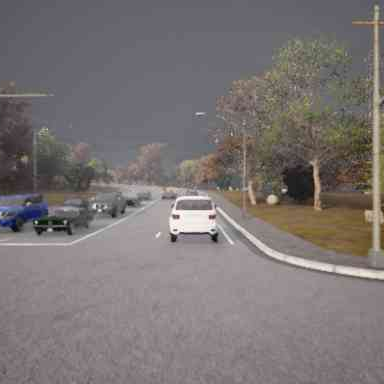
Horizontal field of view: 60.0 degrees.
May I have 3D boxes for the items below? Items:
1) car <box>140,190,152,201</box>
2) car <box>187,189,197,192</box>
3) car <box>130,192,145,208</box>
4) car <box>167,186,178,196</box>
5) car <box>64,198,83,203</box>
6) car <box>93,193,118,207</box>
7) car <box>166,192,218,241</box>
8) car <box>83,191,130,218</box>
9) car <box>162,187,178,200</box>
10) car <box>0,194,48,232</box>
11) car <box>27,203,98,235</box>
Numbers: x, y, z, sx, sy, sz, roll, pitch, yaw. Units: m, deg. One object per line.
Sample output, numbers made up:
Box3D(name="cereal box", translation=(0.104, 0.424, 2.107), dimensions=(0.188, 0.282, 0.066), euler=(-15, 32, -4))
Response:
Box3D(name="car", translation=(-7.009, 0.476, 48.912), dimensions=(2.033, 1.411, 5.357), euler=(0, 3, 0))
Box3D(name="car", translation=(-0.009, 0.341, 50.500), dimensions=(2.128, 1.511, 4.902), euler=(0, 3, 0))
Box3D(name="car", translation=(-7.047, 1.042, 38.230), dimensions=(1.895, 1.301, 4.718), euler=(0, 2, 1))
Box3D(name="car", translation=(-3.606, -0.161, 60.392), dimensions=(1.882, 1.535, 5.008), euler=(0, 3, -3))
Box3D(name="car", translation=(-10.583, 1.276, 30.435), dimensions=(2.033, 1.411, 5.357), euler=(0, 2, 1))
Box3D(name="car", translation=(-10.517, 0.931, 40.713), dimensions=(1.895, 1.301, 4.718), euler=(0, 3, 0))
Box3D(name="car", translation=(0.097, 1.207, 16.786), dimensions=(2.150, 2.045, 5.566), euler=(0, 0, 0))
Box3D(name="car", translation=(-7.095, 1.008, 28.297), dimensions=(2.150, 2.045, 5.566), euler=(0, 1, 0))
Box3D(name="car", translation=(-3.510, 0.421, 50.348), dimensions=(1.994, 1.385, 4.181), euler=(0, 3, 0))
Box3D(name="car", translation=(-10.611, 1.171, 20.128), dimensions=(2.150, 2.045, 5.566), euler=(0, 1, -2))
Box3D(name="car", translation=(-7.090, 1.566, 18.785), dimensions=(1.895, 1.301, 4.718), euler=(0, 1, -1))
